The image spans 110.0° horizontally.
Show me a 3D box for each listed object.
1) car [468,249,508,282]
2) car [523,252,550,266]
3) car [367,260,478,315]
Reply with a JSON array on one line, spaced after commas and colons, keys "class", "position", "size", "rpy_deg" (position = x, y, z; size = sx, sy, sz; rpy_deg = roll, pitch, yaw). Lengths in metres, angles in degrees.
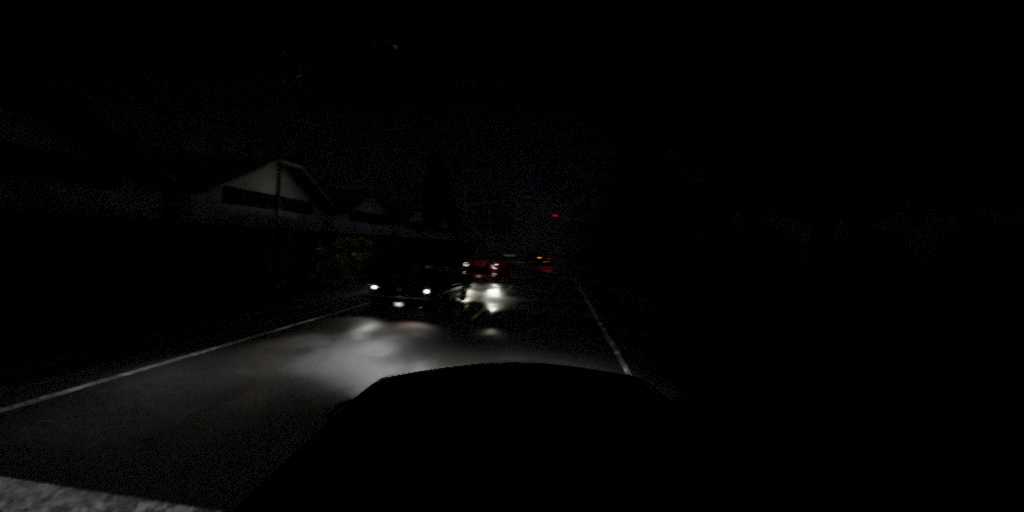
[{"class": "car", "position": [-1.462, 0.454, 21.171], "size": [2.097, 1.767, 4.553], "rpy_deg": [4, 2, 7]}, {"class": "car", "position": [2.848, 0.272, 41.792], "size": [1.837, 1.490, 4.892], "rpy_deg": [5, 2, -18]}, {"class": "car", "position": [-2.678, 0.907, 11.534], "size": [1.895, 1.301, 4.718], "rpy_deg": [4, 2, 7]}]
